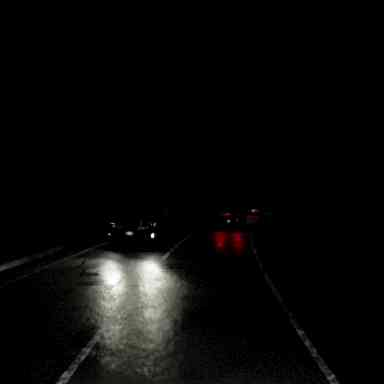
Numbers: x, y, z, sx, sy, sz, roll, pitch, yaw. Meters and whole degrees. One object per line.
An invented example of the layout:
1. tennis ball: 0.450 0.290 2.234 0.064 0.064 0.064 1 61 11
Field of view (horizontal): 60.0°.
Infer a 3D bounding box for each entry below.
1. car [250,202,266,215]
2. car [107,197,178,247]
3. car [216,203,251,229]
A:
1. car: 7.947 1.999 41.037 1.837 1.490 4.892 2 -1 20
2. car: -2.082 1.292 15.814 2.150 2.045 5.566 1 0 8
3. car: 2.879 1.705 23.830 2.128 1.511 4.902 1 0 12
